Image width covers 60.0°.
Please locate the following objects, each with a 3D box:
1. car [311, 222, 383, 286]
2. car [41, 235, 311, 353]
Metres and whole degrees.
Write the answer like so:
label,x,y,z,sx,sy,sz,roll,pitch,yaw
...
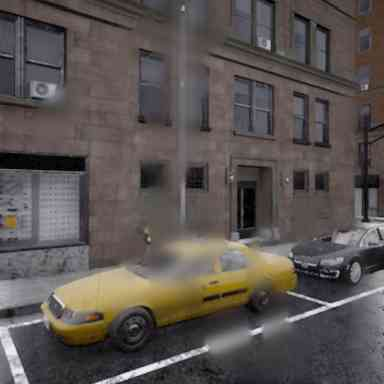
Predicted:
label,x,y,z,sx,sy,sz,roll,pitch,yaw
car,4.537,1.573,9.409,4.403,1.369,2.008,0,0,-35
car,-0.099,1.534,6.113,4.829,1.417,1.752,0,0,-35
